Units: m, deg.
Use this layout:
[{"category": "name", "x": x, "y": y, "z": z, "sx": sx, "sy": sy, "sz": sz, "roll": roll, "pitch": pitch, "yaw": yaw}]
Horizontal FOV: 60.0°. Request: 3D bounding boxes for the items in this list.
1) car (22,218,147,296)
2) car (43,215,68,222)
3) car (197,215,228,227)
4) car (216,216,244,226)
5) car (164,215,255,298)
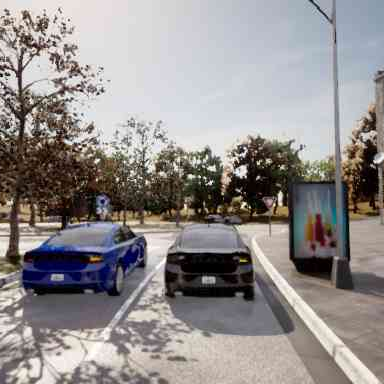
[{"category": "car", "x": -2.463, "y": 1.552, "z": 8.878, "sx": 1.882, "sy": 1.535, "sz": 5.008, "roll": 0, "pitch": -1, "yaw": 3}, {"category": "car", "x": -21.777, "y": 4.405, "z": 53.586, "sx": 4.181, "sy": 1.385, "sz": 1.994, "roll": 2, "pitch": -4, "yaw": -24}, {"category": "car", "x": 2.753, "y": 3.881, "z": 45.579, "sx": 2.128, "sy": 1.511, "sz": 4.902, "roll": 2, "pitch": -4, "yaw": -25}, {"category": "car", "x": 5.310, "y": 4.080, "z": 47.417, "sx": 1.994, "sy": 1.385, "sz": 4.181, "roll": 2, "pitch": -4, "yaw": -27}, {"category": "car", "x": 0.455, "y": 1.539, "z": 8.668, "sx": 1.882, "sy": 1.535, "sz": 5.008, "roll": 0, "pitch": -1, "yaw": 3}]
